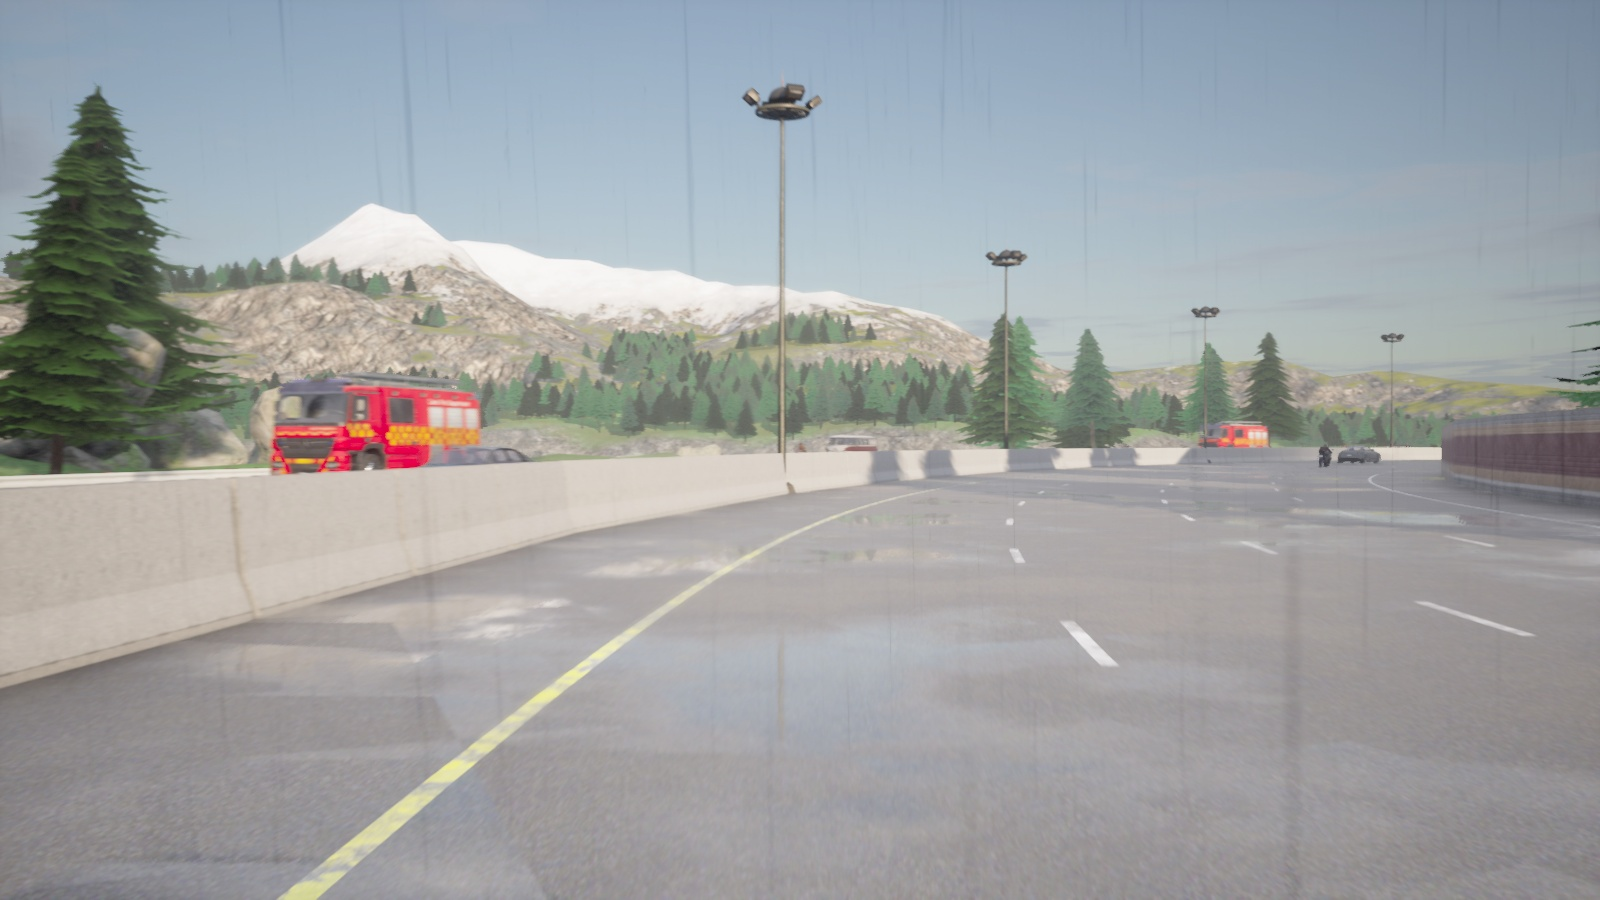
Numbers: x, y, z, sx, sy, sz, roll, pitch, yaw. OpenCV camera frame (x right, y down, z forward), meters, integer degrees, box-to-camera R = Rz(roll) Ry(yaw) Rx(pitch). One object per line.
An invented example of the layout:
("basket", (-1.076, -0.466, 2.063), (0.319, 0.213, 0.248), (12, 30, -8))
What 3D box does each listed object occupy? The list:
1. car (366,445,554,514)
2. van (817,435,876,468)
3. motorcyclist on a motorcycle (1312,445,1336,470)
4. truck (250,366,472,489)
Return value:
("car", (-7.600, 0.606, 28.739), (2.033, 1.411, 5.357), (0, 0, 11))
("van", (2.907, 0.079, 77.048), (1.775, 1.987, 4.442), (0, 0, 29))
("motorcyclist on a motorcycle", (32.729, 0.462, 78.393), (0.866, 1.530, 2.191), (1, 1, 36))
("truck", (-14.851, -0.715, 43.389), (2.891, 3.827, 8.468), (0, 0, 16))
